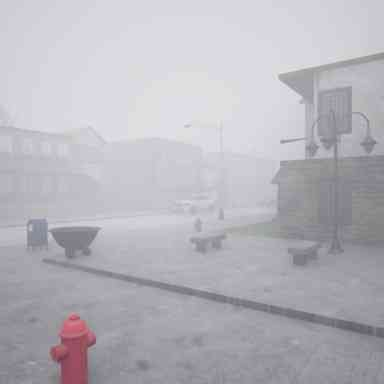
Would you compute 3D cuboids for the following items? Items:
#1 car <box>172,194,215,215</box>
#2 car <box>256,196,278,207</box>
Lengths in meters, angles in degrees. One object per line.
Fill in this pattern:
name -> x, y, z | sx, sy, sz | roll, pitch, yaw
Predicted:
car -> 0.267, 1.221, 34.428 | 2.150, 2.045, 5.566 | 0, 0, 36
car -> 11.272, 1.368, 49.702 | 2.097, 1.767, 4.553 | 0, 0, 35
